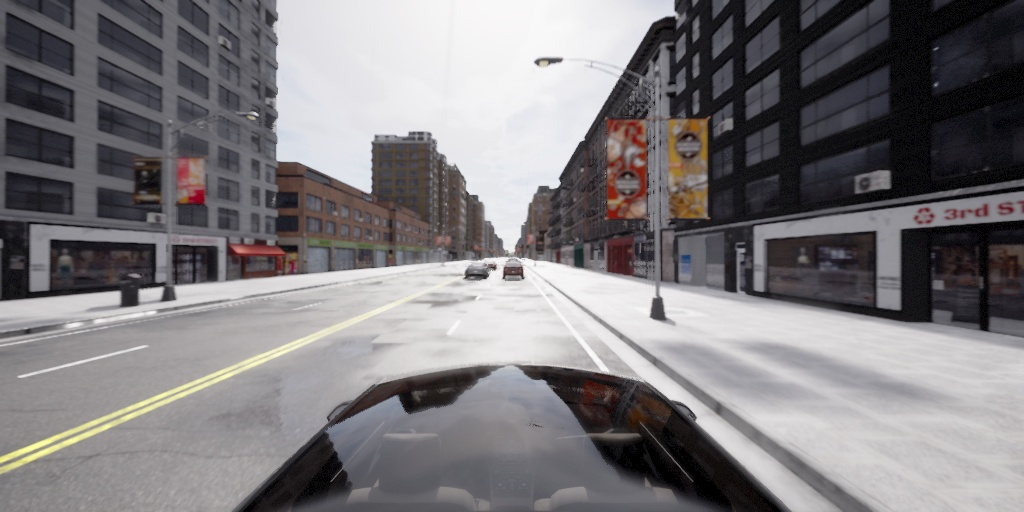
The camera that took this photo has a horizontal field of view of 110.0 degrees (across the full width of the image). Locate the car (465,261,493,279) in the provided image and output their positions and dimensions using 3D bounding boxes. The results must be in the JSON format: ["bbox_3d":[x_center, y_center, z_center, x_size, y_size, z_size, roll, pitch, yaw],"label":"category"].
[{"bbox_3d":[-3.128,1.316,32.781,1.994,1.385,4.181,0,0,0],"label":"car"}]

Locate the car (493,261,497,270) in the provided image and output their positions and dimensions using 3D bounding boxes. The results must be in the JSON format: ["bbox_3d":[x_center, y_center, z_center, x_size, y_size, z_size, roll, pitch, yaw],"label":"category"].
[{"bbox_3d":[-3.116,1.348,51.563,1.895,1.301,4.718,0,0,0],"label":"car"}]

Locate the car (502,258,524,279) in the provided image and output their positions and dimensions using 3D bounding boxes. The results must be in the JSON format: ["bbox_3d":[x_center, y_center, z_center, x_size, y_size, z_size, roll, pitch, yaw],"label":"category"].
[{"bbox_3d":[0.124,1.230,33.226,1.882,1.535,5.008,0,0,0],"label":"car"}]
